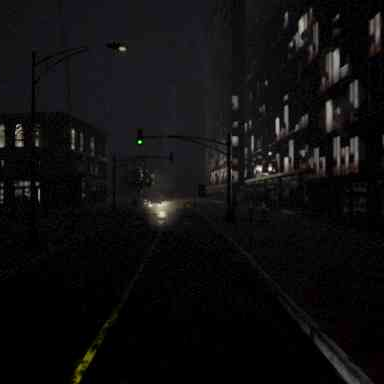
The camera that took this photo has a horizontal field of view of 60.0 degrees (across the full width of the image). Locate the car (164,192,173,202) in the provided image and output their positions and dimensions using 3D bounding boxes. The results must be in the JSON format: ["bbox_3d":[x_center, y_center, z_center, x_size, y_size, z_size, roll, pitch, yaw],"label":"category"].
[{"bbox_3d":[-5.541,1.063,73.323,2.150,2.045,5.566,0,0,-9],"label":"car"}]

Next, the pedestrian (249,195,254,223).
[{"bbox_3d":[3.978,1.108,22.280,0.375,1.860,0.375,1,-1,-3],"label":"pedestrian"}]

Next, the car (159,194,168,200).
[{"bbox_3d":[-7.185,1.176,83.576,1.812,1.442,4.674,0,0,-10],"label":"car"}]

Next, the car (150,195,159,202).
[{"bbox_3d":[-8.148,1.439,72.171,1.895,1.301,4.718,0,0,-8],"label":"car"}]

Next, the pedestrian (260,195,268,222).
[{"bbox_3d":[4.950,1.118,22.924,0.375,1.860,0.375,1,-1,-3],"label":"pedestrian"}]

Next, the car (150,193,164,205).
[{"bbox_3d":[-6.198,1.358,57.026,1.882,1.535,5.008,0,0,-6],"label":"car"}]

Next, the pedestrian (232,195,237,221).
[{"bbox_3d":[2.924,1.100,23.433,0.375,1.860,0.375,1,-1,-3],"label":"pedestrian"}]
